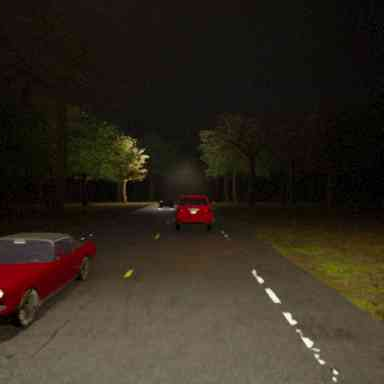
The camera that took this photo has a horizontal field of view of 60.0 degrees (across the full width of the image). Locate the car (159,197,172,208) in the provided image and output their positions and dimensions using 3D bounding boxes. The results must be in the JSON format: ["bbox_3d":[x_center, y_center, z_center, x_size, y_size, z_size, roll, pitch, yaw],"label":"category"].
[{"bbox_3d":[-3.602,1.516,47.246,1.837,1.490,4.892,0,0,0],"label":"car"}]

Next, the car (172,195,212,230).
[{"bbox_3d":[0.093,1.225,21.461,2.150,2.045,5.566,0,0,0],"label":"car"}]

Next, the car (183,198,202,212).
[{"bbox_3d":[0.086,1.496,39.021,2.128,1.511,4.902,0,0,0],"label":"car"}]

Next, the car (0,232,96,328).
[{"bbox_3d":[-3.603,1.603,7.087,1.895,1.301,4.718,0,0,0],"label":"car"}]
